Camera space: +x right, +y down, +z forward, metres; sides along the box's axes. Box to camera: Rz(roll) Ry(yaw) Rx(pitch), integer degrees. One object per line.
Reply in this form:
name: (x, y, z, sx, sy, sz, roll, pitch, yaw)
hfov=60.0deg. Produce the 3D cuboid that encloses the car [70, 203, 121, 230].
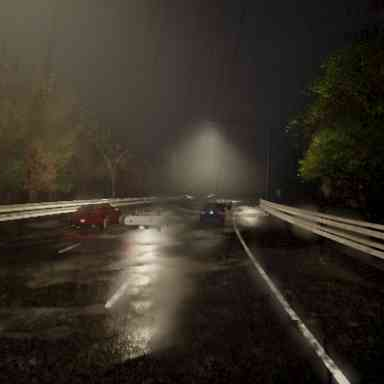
car: (-5.875, 1.445, 21.000, 1.882, 1.535, 5.008, 0, 0, 5)

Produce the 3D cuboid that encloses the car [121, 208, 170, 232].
car: (-2.479, 1.581, 19.839, 1.895, 1.301, 4.718, 0, 0, 5)

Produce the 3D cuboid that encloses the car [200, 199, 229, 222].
car: (1.680, 1.537, 26.411, 2.033, 1.411, 5.357, 0, 0, 6)

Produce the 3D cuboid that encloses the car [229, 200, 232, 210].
car: (4.096, 1.591, 42.806, 1.895, 1.301, 4.718, 0, 0, 10)
